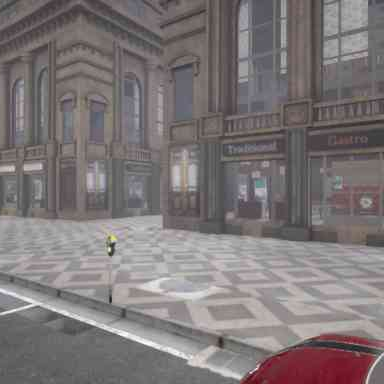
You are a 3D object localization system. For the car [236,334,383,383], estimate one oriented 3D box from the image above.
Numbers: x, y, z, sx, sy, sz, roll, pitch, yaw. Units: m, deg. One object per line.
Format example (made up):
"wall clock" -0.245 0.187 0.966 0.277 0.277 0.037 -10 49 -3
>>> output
"car" 1.966 1.440 1.554 4.097 1.590 1.967 0 0 36
